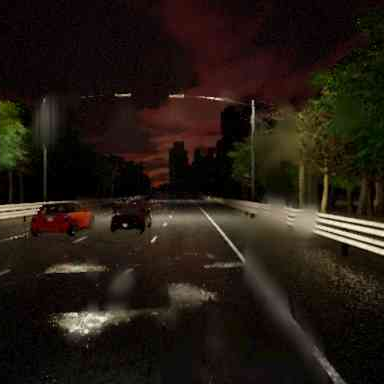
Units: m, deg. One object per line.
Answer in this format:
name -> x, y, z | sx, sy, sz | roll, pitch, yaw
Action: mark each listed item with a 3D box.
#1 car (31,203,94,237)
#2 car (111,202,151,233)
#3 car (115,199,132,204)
car -> -6.992, 1.373, 18.461 | 2.097, 1.767, 4.553 | 0, 0, 0
car -> -3.516, 1.548, 19.627 | 1.812, 1.442, 4.674 | 0, 0, -1
car -> -7.210, 1.553, 35.706 | 1.837, 1.490, 4.892 | 0, 0, -1
